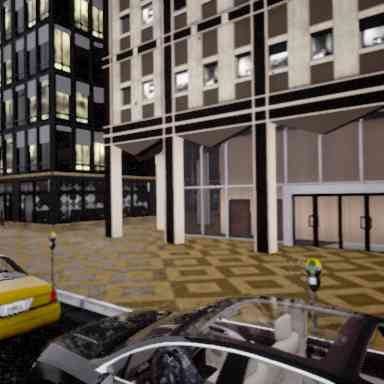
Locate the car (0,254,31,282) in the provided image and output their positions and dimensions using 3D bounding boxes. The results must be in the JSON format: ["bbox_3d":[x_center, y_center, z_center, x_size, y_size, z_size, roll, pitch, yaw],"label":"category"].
[{"bbox_3d":[-4.336,1.600,5.983,4.829,1.417,1.752,-1,-1,36],"label":"car"}]

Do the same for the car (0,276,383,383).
[{"bbox_3d":[0.420,1.562,2.583,4.403,1.369,2.008,-1,-1,36],"label":"car"}]
